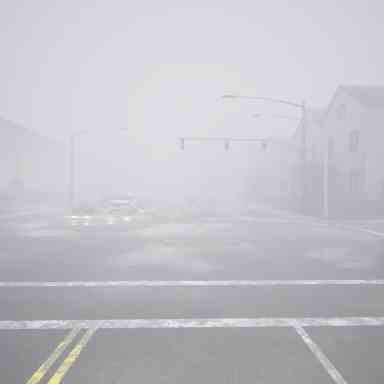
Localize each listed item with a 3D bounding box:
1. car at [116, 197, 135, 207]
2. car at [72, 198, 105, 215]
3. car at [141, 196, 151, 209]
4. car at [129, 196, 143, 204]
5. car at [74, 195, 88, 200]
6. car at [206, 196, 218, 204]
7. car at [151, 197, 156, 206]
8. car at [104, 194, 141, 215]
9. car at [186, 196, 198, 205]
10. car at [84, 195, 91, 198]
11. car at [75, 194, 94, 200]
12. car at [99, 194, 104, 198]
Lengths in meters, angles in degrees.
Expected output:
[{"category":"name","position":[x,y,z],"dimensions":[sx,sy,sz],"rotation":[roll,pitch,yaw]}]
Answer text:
[{"category":"car","position":[-10.578,1.547,53.120],"dimensions":[2.033,1.411,5.357],"rotation":[0,0,0]},{"category":"car","position":[-10.589,1.564,33.615],"dimensions":[1.994,1.385,4.181],"rotation":[0,0,0]},{"category":"car","position":[-7.084,1.505,44.199],"dimensions":[1.837,1.490,4.892],"rotation":[0,0,0]},{"category":"car","position":[-10.523,1.526,63.202],"dimensions":[1.812,1.442,4.674],"rotation":[0,0,1]},{"category":"car","position":[-28.182,1.295,84.378],"dimensions":[1.853,1.218,4.536],"rotation":[0,0,-36]},{"category":"car","position":[3.620,1.526,61.196],"dimensions":[1.812,1.442,4.674],"rotation":[0,0,0]},{"category":"car","position":[-7.070,1.478,54.587],"dimensions":[1.882,1.535,5.008],"rotation":[0,0,0]},{"category":"car","position":[-7.089,1.221,34.646],"dimensions":[2.150,2.045,5.566],"rotation":[0,0,0]},{"category":"car","position":[0.020,1.492,58.605],"dimensions":[2.128,1.511,4.902],"rotation":[0,0,0]},{"category":"car","position":[-28.151,1.453,84.337],"dimensions":[2.038,1.542,4.974],"rotation":[0,0,-36]},{"category":"car","position":[-28.939,1.453,89.704],"dimensions":[2.038,1.542,4.974],"rotation":[0,0,29]},{"category":"car","position":[-10.585,1.221,42.875],"dimensions":[2.150,2.045,5.566],"rotation":[0,0,0]}]
